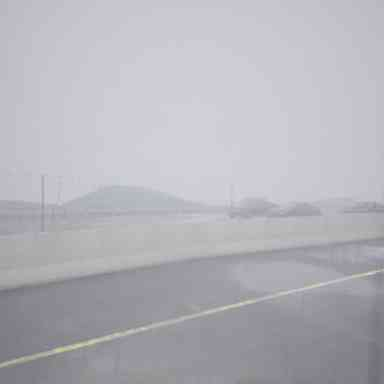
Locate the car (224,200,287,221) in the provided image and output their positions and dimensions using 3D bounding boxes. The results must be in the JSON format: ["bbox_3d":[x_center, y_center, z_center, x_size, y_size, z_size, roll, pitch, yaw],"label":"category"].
[{"bbox_3d":[5.330,1.447,27.725,4.902,1.511,2.128,0,0,-29],"label":"car"}]

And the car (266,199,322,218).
[{"bbox_3d":[7.722,1.489,25.050,4.674,1.442,1.812,0,0,-29],"label":"car"}]

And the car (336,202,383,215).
[{"bbox_3d":[12.162,1.464,23.477,4.902,1.511,2.128,0,0,-28],"label":"car"}]

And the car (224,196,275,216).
[{"bbox_3d":[5.510,1.300,31.801,4.553,1.767,2.097,0,0,-28],"label":"car"}]
